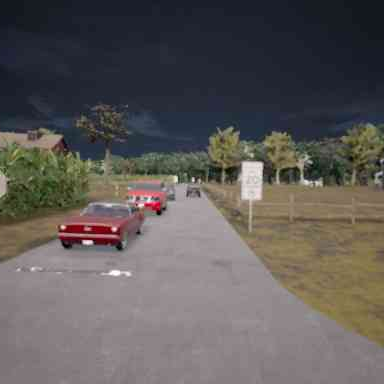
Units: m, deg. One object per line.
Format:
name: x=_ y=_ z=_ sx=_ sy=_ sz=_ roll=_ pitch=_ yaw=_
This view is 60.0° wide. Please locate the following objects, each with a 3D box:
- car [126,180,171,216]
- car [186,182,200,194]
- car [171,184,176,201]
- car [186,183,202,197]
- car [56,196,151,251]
car: x=-2.786 y=0.267 z=21.236 sx=2.150 sy=2.045 sz=5.566 roll=2 pitch=2 yaw=0
car: x=0.105 y=-0.740 z=54.137 sx=2.097 sy=1.767 sz=4.553 roll=2 pitch=2 yaw=0
car: x=-2.751 y=-0.065 z=33.531 sx=2.097 sy=1.767 sz=4.553 roll=2 pitch=2 yaw=0
car: x=0.173 y=-0.167 z=43.024 sx=1.837 sy=1.490 sz=4.892 roll=2 pitch=2 yaw=0
car: x=-2.839 y=1.015 z=11.429 sx=1.895 sy=1.301 sz=4.718 roll=2 pitch=2 yaw=1
